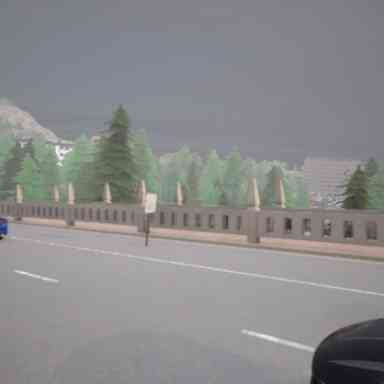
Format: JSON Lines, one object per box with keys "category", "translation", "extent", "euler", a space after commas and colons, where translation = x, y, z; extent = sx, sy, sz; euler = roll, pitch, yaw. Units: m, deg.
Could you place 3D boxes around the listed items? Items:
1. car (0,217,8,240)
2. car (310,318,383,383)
{"category": "car", "translation": [-10.804, 1.543, 15.991], "extent": [5.008, 1.535, 1.882], "euler": [0, 0, 35]}
{"category": "car", "translation": [3.207, 1.490, 1.706], "extent": [5.008, 1.535, 1.882], "euler": [0, 0, 35]}
